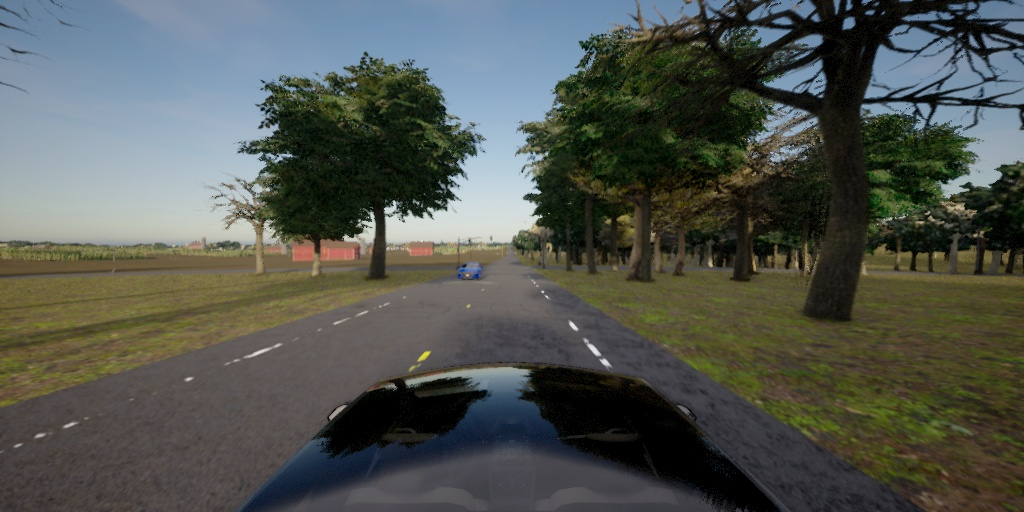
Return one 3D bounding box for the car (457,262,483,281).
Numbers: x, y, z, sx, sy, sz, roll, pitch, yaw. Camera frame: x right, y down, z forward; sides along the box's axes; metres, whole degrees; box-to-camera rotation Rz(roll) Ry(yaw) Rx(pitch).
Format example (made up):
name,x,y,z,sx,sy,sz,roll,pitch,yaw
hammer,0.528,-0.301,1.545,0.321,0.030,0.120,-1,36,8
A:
name,x,y,z,sx,sy,sz,roll,pitch,yaw
car,-3.598,1.304,31.542,1.882,1.535,5.008,0,0,0
